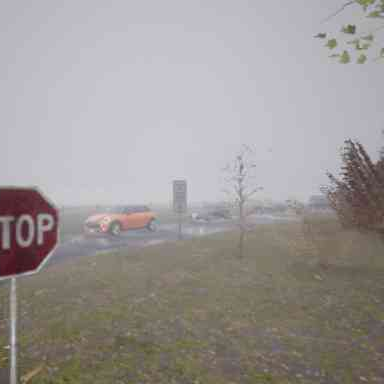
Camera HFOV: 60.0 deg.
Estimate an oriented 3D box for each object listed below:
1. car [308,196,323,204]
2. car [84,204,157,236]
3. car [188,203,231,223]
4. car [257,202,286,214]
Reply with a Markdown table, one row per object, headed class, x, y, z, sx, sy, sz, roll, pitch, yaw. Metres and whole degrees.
| class | x | y | z | sx | sy | sz | roll | pitch | yaw |
| --- | --- | --- | --- | --- | --- | --- | --- | --- | --- |
| car | 17.609 | 1.505 | 45.775 | 2.150 | 2.045 | 5.566 | -1 | 0 | 35 |
| car | -4.214 | 1.561 | 20.116 | 2.097 | 1.767 | 4.553 | -1 | 0 | 35 |
| car | 1.580 | 1.729 | 28.281 | 2.128 | 1.511 | 4.902 | -1 | 0 | 35 |
| car | 9.476 | 1.878 | 39.378 | 1.895 | 1.301 | 4.718 | -1 | 0 | 36 |
